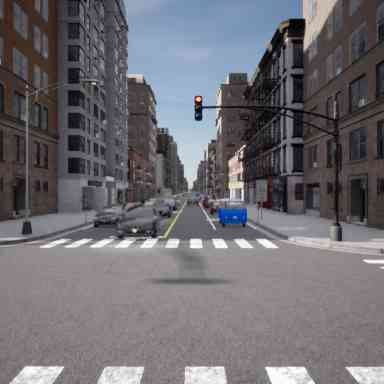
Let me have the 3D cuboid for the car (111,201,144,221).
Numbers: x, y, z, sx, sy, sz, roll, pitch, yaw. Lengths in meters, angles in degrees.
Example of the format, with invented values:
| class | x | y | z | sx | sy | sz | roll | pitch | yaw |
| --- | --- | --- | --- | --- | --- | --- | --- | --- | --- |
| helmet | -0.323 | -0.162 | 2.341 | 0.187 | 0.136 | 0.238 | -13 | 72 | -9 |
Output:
| class | x | y | z | sx | sy | sz | roll | pitch | yaw |
| --- | --- | --- | --- | --- | --- | --- | --- | --- | --- |
| car | -5.356 | 1.544 | 28.171 | 1.887 | 1.381 | 4.507 | 0 | 0 | 0 |

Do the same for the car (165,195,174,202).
| class | x | y | z | sx | sy | sz | roll | pitch | yaw |
| --- | --- | --- | --- | --- | --- | --- | --- | --- | --- |
| car | -5.297 | 1.411 | 79.308 | 1.967 | 1.590 | 4.097 | 0 | 0 | 0 |

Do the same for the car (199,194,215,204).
| class | x | y | z | sx | sy | sz | roll | pitch | yaw |
| --- | --- | --- | --- | --- | --- | --- | --- | --- | --- |
| car | 2.696 | 1.306 | 50.896 | 2.192 | 1.841 | 5.009 | 0 | 0 | 0 |

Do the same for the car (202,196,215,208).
| class | x | y | z | sx | sy | sz | roll | pitch | yaw |
| --- | --- | --- | --- | --- | --- | --- | --- | --- | --- |
| car | 2.689 | 1.577 | 45.214 | 1.802 | 1.307 | 4.206 | 0 | 0 | 0 |

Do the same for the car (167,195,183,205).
| class | x | y | z | sx | sy | sz | roll | pitch | yaw |
| --- | --- | --- | --- | --- | --- | --- | --- | --- | --- |
| car | -2.733 | 1.590 | 52.598 | 1.895 | 1.301 | 4.718 | 0 | 0 | 1 |

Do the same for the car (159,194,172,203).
| class | x | y | z | sx | sy | sz | roll | pitch | yaw |
| --- | --- | --- | --- | --- | --- | --- | --- | --- | --- |
| car | -5.310 | 1.294 | 67.944 | 2.192 | 1.841 | 5.009 | 0 | 0 | 0 |

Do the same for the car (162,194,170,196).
| class | x | y | z | sx | sy | sz | roll | pitch | yaw |
| --- | --- | --- | --- | --- | --- | --- | --- | --- | --- |
| car | -5.316 | 1.549 | 62.262 | 1.947 | 1.339 | 4.313 | 0 | 0 | 0 |

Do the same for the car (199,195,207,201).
| class | x | y | z | sx | sy | sz | roll | pitch | yaw |
| --- | --- | --- | --- | --- | --- | --- | --- | --- | --- |
| car | 2.735 | 1.532 | 84.983 | 1.947 | 1.339 | 4.313 | 0 | 0 | 0 |

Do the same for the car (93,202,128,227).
| class | x | y | z | sx | sy | sz | roll | pitch | yaw |
| --- | --- | --- | --- | --- | --- | --- | --- | --- | --- |
| car | -5.362 | 1.550 | 22.490 | 2.008 | 1.369 | 4.403 | 0 | 0 | 0 |

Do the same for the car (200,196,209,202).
| class | x | y | z | sx | sy | sz | roll | pitch | yaw |
| --- | --- | --- | --- | --- | --- | --- | --- | --- | --- |
| car | 2.722 | 1.525 | 73.620 | 2.008 | 1.369 | 4.403 | 0 | 0 | 0 |

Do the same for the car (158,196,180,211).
| class | x | y | z | sx | sy | sz | roll | pitch | yaw |
| --- | --- | --- | --- | --- | --- | --- | --- | --- | --- |
| car | -2.801 | 1.522 | 41.110 | 1.812 | 1.442 | 4.674 | 0 | 0 | 1 |

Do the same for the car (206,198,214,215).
| class | x | y | z | sx | sy | sz | roll | pitch | yaw |
| --- | --- | --- | --- | --- | --- | --- | --- | --- | --- |
| car | 2.676 | 1.581 | 33.851 | 1.802 | 1.307 | 4.206 | 0 | 0 | 0 |

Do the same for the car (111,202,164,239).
| class | x | y | z | sx | sy | sz | roll | pitch | yaw |
| --- | --- | --- | --- | --- | --- | --- | --- | --- | --- |
| car | -2.678 | 1.503 | 17.411 | 1.837 | 1.490 | 4.892 | 0 | 0 | -2 |

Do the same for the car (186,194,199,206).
| class | x | y | z | sx | sy | sz | roll | pitch | yaw |
| --- | --- | --- | --- | --- | --- | --- | --- | --- | --- |
| car | 0.168 | 1.479 | 55.388 | 2.128 | 1.511 | 4.902 | 0 | 0 | 0 |

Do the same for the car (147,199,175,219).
| class | x | y | z | sx | sy | sz | roll | pitch | yaw |
| --- | --- | --- | --- | --- | --- | --- | --- | --- | --- |
| car | -2.813 | 1.563 | 29.295 | 1.994 | 1.385 | 4.181 | 0 | 0 | 0 |

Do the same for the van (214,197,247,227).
| class | x | y | z | sx | sy | sz | roll | pitch | yaw |
| --- | --- | --- | --- | --- | --- | --- | --- | --- | --- |
| van | 2.663 | 1.340 | 22.489 | 1.690 | 1.788 | 3.998 | 0 | 0 | 0 |
